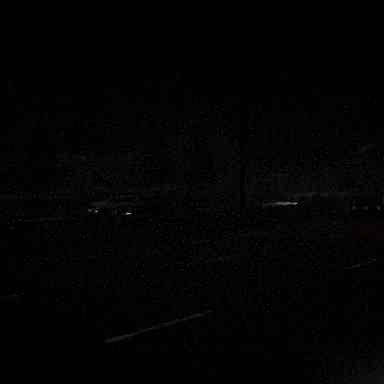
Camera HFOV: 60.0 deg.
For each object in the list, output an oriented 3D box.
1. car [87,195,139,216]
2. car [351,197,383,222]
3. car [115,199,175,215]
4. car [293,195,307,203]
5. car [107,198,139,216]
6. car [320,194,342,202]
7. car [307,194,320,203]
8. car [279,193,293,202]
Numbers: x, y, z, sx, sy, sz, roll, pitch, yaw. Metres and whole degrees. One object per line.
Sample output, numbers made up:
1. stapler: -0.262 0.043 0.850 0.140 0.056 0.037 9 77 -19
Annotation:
1. car: -7.727 1.383 33.716 5.566 2.045 2.150 -1 0 -41
2. car: 13.650 1.145 24.739 4.553 1.767 2.097 -1 0 -45
3. car: -3.643 1.596 28.033 4.892 1.490 1.837 0 0 -41
4. car: 20.818 1.260 61.994 1.994 1.385 4.181 -1 0 33
5. car: -5.014 1.608 31.480 4.902 1.511 2.128 -1 0 -41
6. car: 21.131 1.213 49.905 1.812 1.442 4.674 -1 0 36
7. car: 21.674 1.187 56.852 1.837 1.490 4.892 -1 0 34
8. car: 18.758 1.094 65.322 2.097 1.767 4.553 -1 0 32
